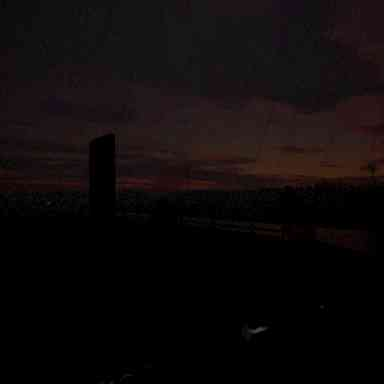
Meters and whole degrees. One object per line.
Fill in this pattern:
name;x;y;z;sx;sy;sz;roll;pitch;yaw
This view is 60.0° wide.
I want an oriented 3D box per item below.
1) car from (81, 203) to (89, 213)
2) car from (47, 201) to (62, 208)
car;-16.097;2.465;52.044;2.128;1.511;4.902;0;-1;-34
car;-33.860;3.212;82.798;2.033;1.411;5.357;0;-1;-34
